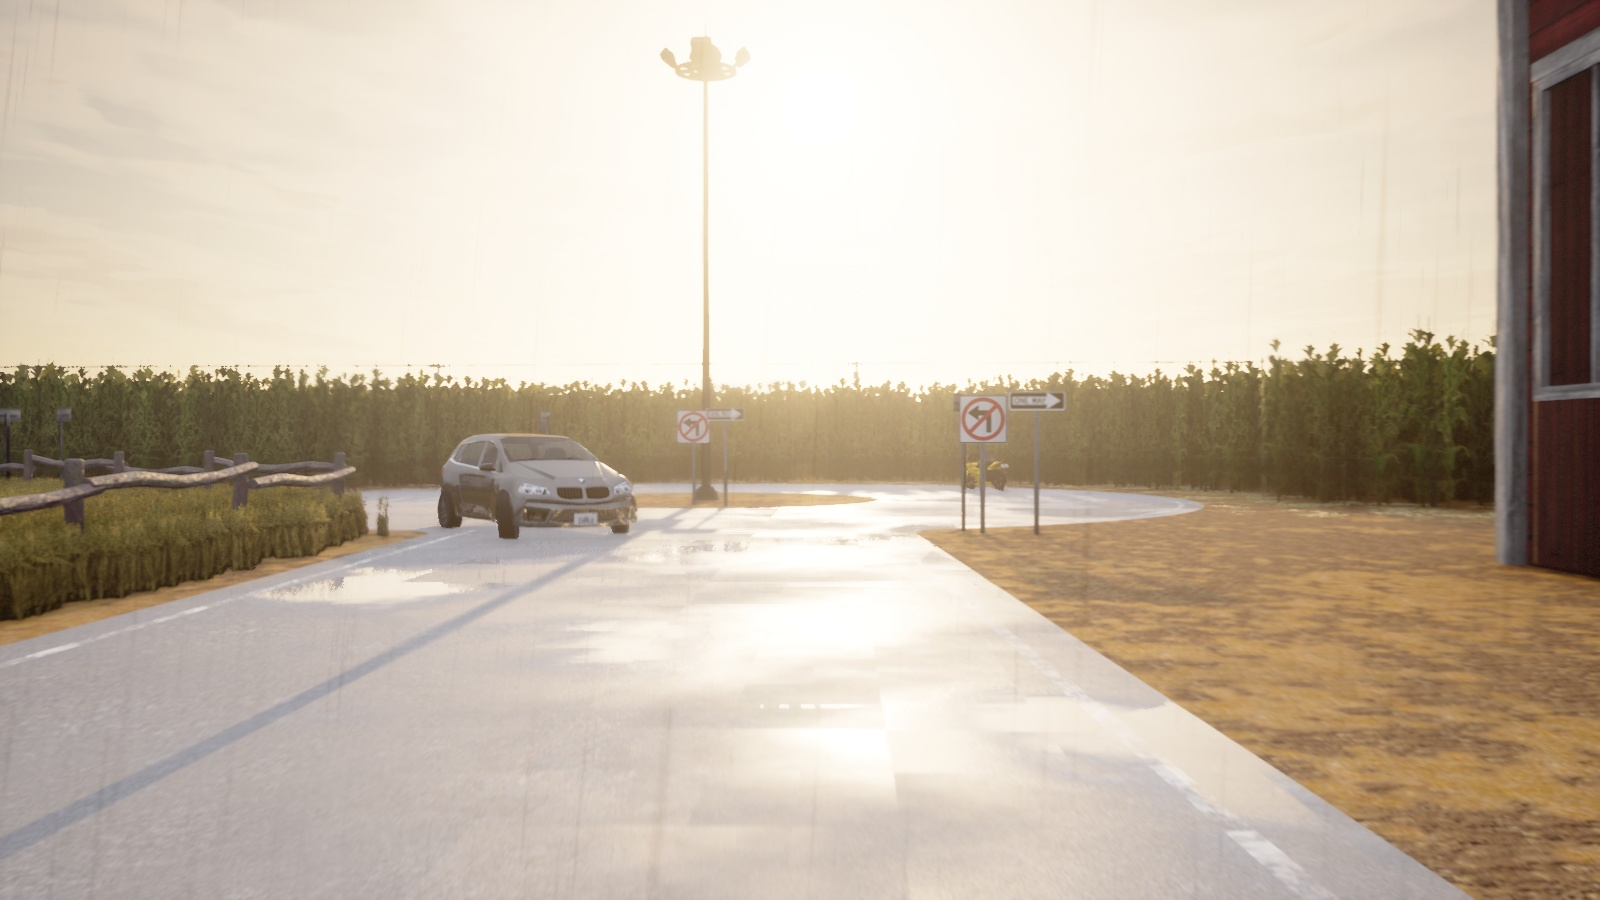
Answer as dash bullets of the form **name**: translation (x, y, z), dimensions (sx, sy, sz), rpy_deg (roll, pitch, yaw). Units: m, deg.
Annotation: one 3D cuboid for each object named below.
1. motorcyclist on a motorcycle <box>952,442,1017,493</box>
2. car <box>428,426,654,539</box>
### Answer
- **motorcyclist on a motorcycle**: translation (5.712, 0.511, 39.062), dimensions (0.797, 1.523, 2.044), rpy_deg (-2, 2, -34)
- **car**: translation (-4.481, 0.469, 21.113), dimensions (2.242, 1.667, 4.611), rpy_deg (0, 0, -32)
